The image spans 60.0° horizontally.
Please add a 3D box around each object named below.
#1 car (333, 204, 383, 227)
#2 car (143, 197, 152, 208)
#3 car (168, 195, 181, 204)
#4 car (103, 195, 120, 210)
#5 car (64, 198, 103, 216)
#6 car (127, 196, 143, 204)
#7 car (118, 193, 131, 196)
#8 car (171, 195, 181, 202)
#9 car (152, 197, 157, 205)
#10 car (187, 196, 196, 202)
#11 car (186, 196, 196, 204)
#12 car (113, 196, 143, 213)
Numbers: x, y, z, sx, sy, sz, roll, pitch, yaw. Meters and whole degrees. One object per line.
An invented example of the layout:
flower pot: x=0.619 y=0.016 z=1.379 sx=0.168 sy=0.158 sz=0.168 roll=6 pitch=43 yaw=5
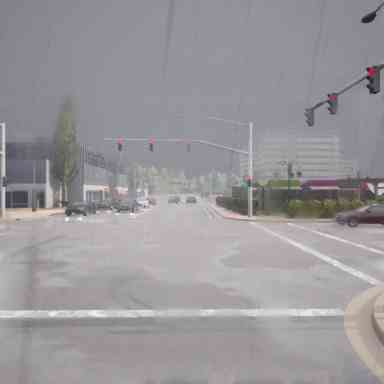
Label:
car: x=11.762 y=1.526 z=21.876 sx=4.674 sy=1.442 sz=1.812 roll=0 pitch=0 yaw=1
car: x=-7.187 y=1.526 z=46.814 sx=1.812 sy=1.442 sz=4.674 roll=0 pitch=0 yaw=0
car: x=-3.628 y=1.547 z=64.514 sx=2.033 sy=1.411 sz=5.357 roll=0 pitch=0 yaw=0
car: x=-10.682 y=1.505 z=42.091 sx=1.837 sy=1.490 sz=4.892 roll=0 pitch=0 yaw=0
car: x=-10.664 y=1.547 z=32.535 sx=2.033 sy=1.411 sz=5.357 roll=0 pitch=0 yaw=0
car: x=-10.675 y=1.547 z=62.774 sx=2.033 sy=1.411 sz=5.357 roll=0 pitch=0 yaw=1
car: x=-10.701 y=1.221 z=52.077 sx=2.150 sy=2.045 sz=5.566 roll=0 pitch=0 yaw=0
car: x=-3.649 y=1.425 z=74.787 sx=1.994 sy=1.385 sz=4.181 roll=0 pitch=0 yaw=0
car: x=-7.194 y=1.564 z=56.775 sx=1.994 sy=1.385 sz=4.181 roll=0 pitch=0 yaw=0
car: x=-0.149 y=1.468 z=74.826 sx=1.895 sy=1.301 sz=4.718 roll=0 pitch=0 yaw=0
car: x=-0.128 y=1.491 z=64.521 sx=2.128 sy=1.511 sz=4.902 roll=0 pitch=0 yaw=0
car: x=-7.175 y=1.505 z=37.629 sx=1.837 sy=1.490 sz=4.892 roll=0 pitch=0 yaw=0
